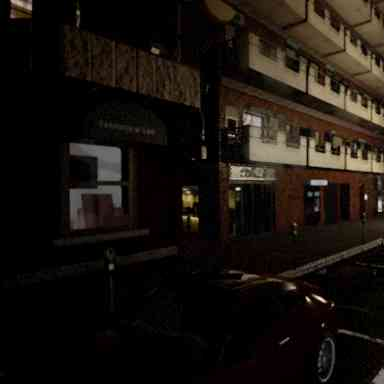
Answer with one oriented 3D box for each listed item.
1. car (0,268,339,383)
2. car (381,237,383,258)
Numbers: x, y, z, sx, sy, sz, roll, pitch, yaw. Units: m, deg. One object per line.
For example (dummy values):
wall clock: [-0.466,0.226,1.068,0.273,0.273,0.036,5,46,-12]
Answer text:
car: [0.147,1.580,3.526,1.802,1.307,4.206,-1,-1,44]
car: [7.959,1.535,11.558,2.008,1.369,4.403,-1,-1,44]
